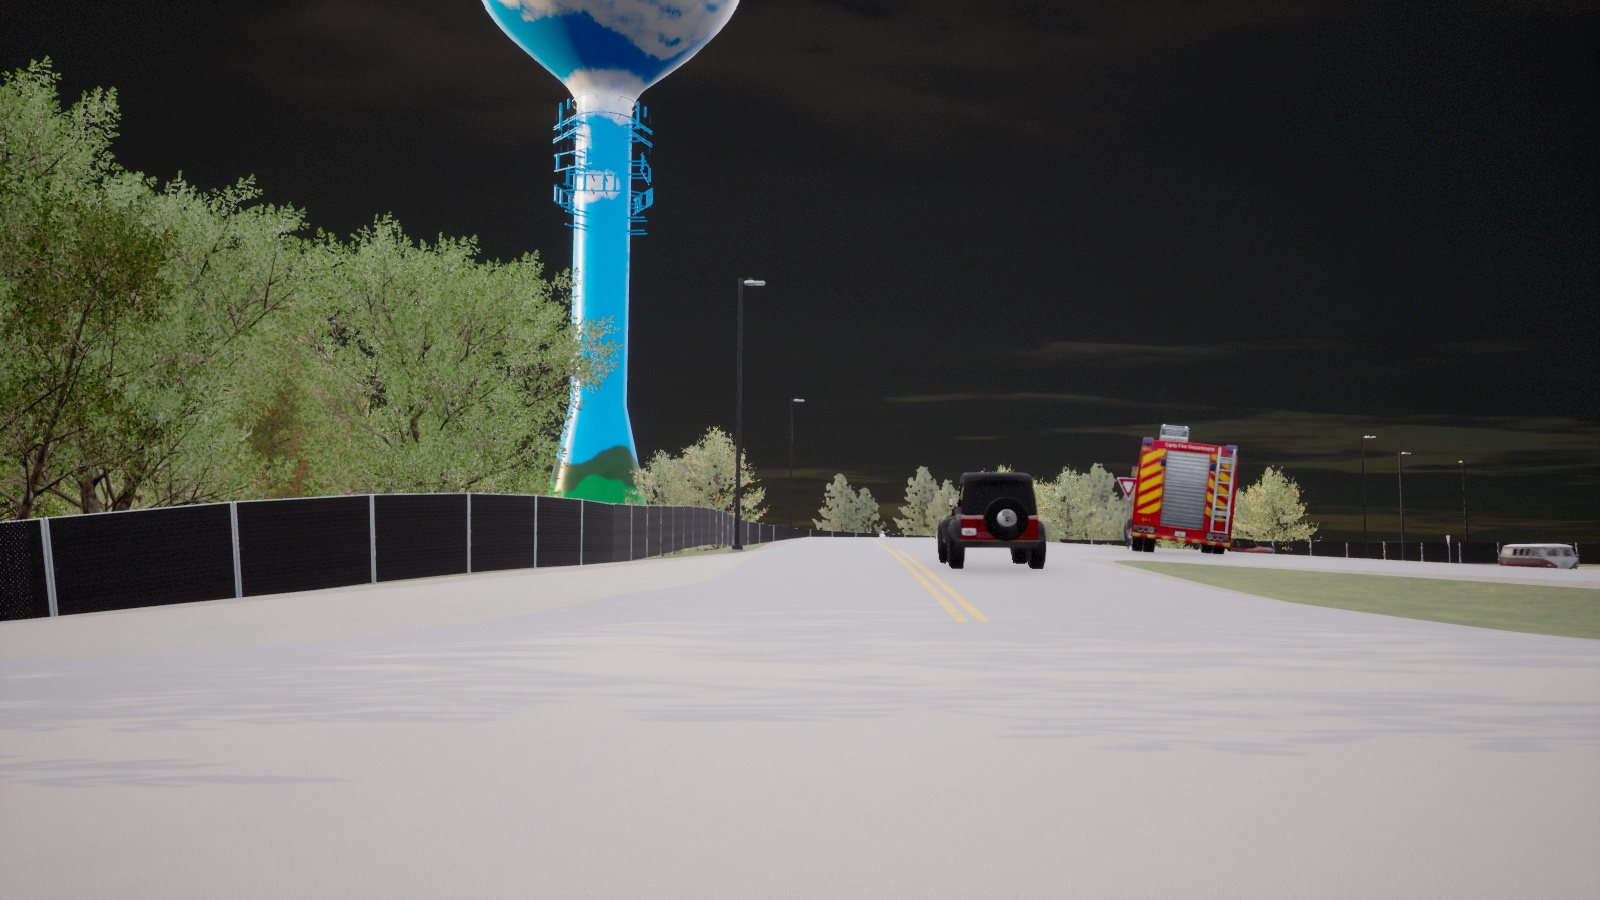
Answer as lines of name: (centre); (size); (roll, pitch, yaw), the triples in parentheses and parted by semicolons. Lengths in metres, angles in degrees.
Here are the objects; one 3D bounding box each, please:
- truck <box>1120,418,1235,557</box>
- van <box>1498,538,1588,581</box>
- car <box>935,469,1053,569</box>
truck: (12.259, 1.369, 41.171); (2.891, 3.827, 8.468); (6, -2, 16)
van: (35.906, 5.254, 60.846); (1.775, 1.987, 4.442); (0, -4, 2)
car: (3.892, 1.397, 25.790); (1.905, 1.878, 3.866); (0, -2, 2)
